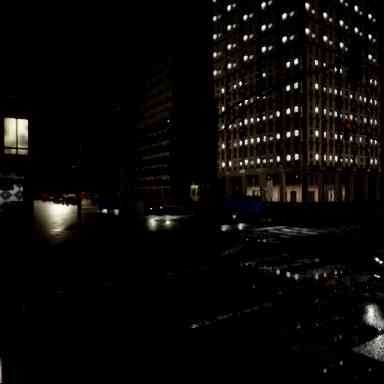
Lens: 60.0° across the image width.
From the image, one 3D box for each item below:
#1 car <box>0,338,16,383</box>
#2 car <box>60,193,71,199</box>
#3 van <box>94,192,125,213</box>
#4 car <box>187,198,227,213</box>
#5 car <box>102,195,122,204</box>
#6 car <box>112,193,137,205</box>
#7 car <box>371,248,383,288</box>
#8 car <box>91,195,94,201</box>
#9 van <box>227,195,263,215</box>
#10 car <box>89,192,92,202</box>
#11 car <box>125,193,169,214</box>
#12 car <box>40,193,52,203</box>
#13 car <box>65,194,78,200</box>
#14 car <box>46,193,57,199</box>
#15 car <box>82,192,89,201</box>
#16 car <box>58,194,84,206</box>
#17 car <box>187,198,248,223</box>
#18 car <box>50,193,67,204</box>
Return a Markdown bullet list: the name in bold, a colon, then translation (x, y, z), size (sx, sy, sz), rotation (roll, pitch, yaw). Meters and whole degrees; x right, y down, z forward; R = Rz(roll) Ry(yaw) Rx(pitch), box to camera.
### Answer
- **car**: translation (-3.359, 1.493, 1.173), size (4.902, 1.511, 2.128), rotation (0, 0, -35)
- **car**: translation (-32.706, 1.061, 85.859), size (1.752, 1.417, 4.829), rotation (0, 0, -34)
- **van**: translation (-8.574, 1.215, 35.113), size (1.690, 1.788, 3.998), rotation (0, 0, -34)
- **car**: translation (1.489, 1.375, 35.225), size (1.887, 1.381, 4.507), rotation (0, 0, -34)
- **car**: translation (-14.021, 1.243, 58.168), size (1.887, 1.381, 4.507), rotation (0, 0, -34)
- **car**: translation (-10.923, 1.040, 53.575), size (2.192, 1.841, 5.009), rotation (0, 0, -34)
- **car**: translation (6.175, 1.492, 7.949), size (4.902, 1.511, 2.128), rotation (0, 0, -35)
- **car**: translation (-11.279, 1.336, 43.774), size (1.812, 1.442, 4.674), rotation (-1, 0, -34)
- **van**: translation (4.661, 1.197, 30.684), size (1.690, 1.788, 3.998), rotation (0, 0, -34)
- **car**: translation (-17.120, 0.987, 62.759), size (2.192, 1.841, 5.009), rotation (0, 0, -34)
- **car**: translation (-4.418, 1.091, 33.579), size (2.150, 2.045, 5.566), rotation (-1, 1, -33)
- **car**: translation (-27.164, 1.296, 62.665), size (1.802, 1.307, 4.206), rotation (0, 0, -34)
- **car**: translation (-29.513, 1.114, 81.127), size (2.008, 1.369, 4.403), rotation (0, 0, -34)
- **car**: translation (-36.623, 1.062, 86.849), size (1.812, 1.442, 4.674), rotation (-1, 1, -34)
- **car**: translation (-20.218, 1.211, 67.352), size (1.947, 1.339, 4.313), rotation (0, 0, -34)
- **car**: translation (-17.869, 1.360, 48.889), size (1.947, 1.339, 4.313), rotation (0, 0, -34)
- **car**: translation (1.521, 1.410, 24.776), size (2.128, 1.511, 4.902), rotation (-1, 1, -34)
- **car**: translation (-20.967, 1.318, 53.480), size (2.008, 1.369, 4.403), rotation (0, 0, -34)
